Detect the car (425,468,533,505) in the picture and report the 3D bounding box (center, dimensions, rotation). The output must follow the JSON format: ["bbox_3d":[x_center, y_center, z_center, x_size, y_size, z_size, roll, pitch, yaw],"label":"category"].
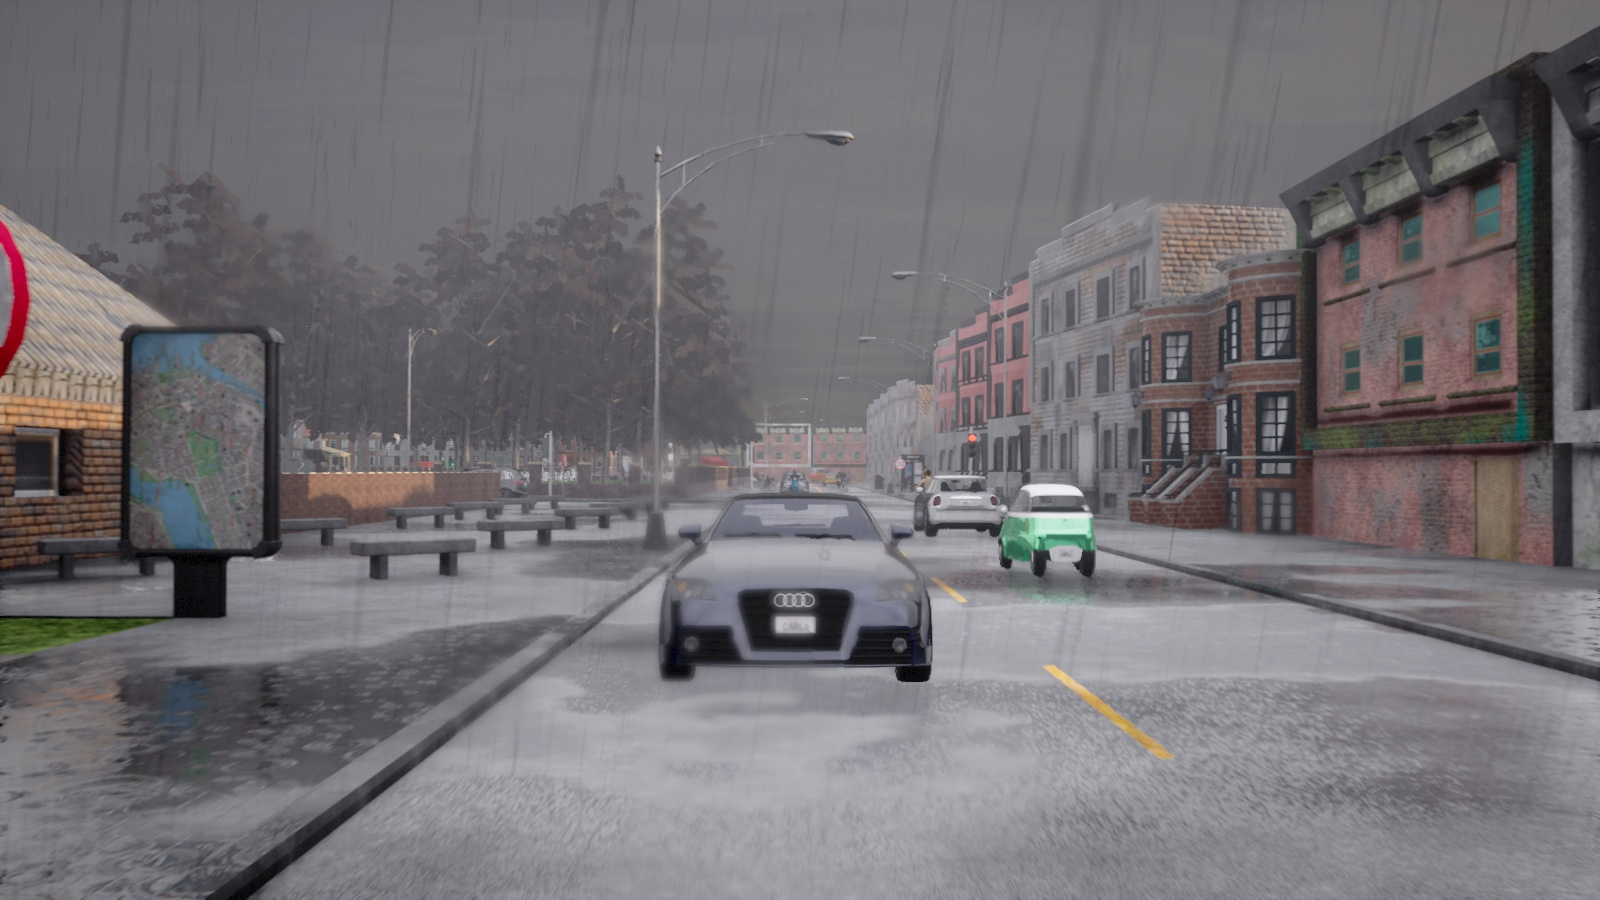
[{"bbox_3d":[-15.229,1.720,59.741,4.611,1.667,2.242,0,-1,-2],"label":"car"}]

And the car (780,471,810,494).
[{"bbox_3d":[-0.347,2.200,85.846,2.007,1.525,4.514,0,-1,0],"label":"car"}]

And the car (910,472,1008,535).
[{"bbox_3d":[3.917,1.292,31.527,1.970,1.475,3.806,0,-1,0],"label":"car"}]

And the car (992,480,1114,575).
[{"bbox_3d":[3.952,1.186,19.879,1.481,1.376,2.207,0,-1,0],"label":"car"}]

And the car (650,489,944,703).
[{"bbox_3d":[-0.026,1.057,10.626,1.994,1.385,4.181,0,-1,0],"label":"car"}]

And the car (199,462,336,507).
[{"bbox_3d":[-25.234,1.633,59.672,5.566,2.045,2.150,0,-1,-2],"label":"car"}]
